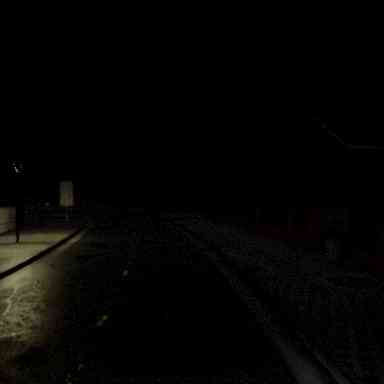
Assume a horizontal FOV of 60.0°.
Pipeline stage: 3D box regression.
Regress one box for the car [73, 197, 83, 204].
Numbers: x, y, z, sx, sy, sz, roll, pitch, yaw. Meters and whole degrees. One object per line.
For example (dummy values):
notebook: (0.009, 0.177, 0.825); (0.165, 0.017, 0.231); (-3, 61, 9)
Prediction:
car: (-28.243, 2.182, 82.200); (1.882, 1.535, 5.008); (0, -1, -26)
